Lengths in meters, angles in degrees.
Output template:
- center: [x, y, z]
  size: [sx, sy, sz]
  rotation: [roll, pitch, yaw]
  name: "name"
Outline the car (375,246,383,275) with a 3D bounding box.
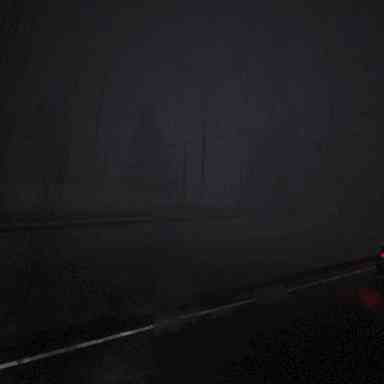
- center: [6.936, 1.547, 8.741]
  size: [5.357, 1.411, 2.033]
  rotation: [0, 0, -35]
  name: "car"
